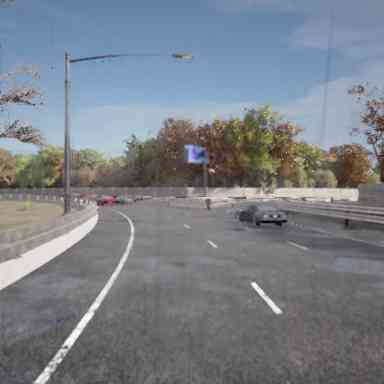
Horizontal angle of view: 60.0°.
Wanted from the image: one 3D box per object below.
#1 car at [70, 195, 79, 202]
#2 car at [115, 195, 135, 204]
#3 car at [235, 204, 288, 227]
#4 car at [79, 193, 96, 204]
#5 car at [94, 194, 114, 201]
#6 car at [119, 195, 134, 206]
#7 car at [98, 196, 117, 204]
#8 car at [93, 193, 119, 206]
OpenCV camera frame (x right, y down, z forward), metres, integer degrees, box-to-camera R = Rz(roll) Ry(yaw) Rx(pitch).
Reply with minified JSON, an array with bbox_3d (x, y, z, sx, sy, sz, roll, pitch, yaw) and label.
[{"bbox_3d":[-24.882,1.260,69.076,2.033,1.411,5.357,0,0,-42],"label":"car"},{"bbox_3d":[-13.239,1.428,65.315,1.882,1.535,5.008,0,0,-37],"label":"car"},{"bbox_3d":[4.663,1.565,23.146,2.033,1.411,5.357,0,0,-12],"label":"car"},{"bbox_3d":[-18.590,1.434,60.762,1.837,1.490,4.892,0,0,-34],"label":"car"},{"bbox_3d":[-19.499,1.281,73.552,2.033,1.411,5.357,0,0,-42],"label":"car"},{"bbox_3d":[-11.317,1.449,55.778,2.128,1.511,4.902,0,0,-30],"label":"car"},{"bbox_3d":[-16.199,1.539,63.443,1.895,1.301,4.718,0,0,-37],"label":"car"},{"bbox_3d":[-13.772,1.426,53.001,1.882,1.535,5.008,0,0,-30],"label":"car"}]
